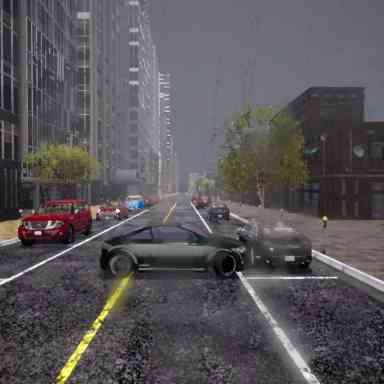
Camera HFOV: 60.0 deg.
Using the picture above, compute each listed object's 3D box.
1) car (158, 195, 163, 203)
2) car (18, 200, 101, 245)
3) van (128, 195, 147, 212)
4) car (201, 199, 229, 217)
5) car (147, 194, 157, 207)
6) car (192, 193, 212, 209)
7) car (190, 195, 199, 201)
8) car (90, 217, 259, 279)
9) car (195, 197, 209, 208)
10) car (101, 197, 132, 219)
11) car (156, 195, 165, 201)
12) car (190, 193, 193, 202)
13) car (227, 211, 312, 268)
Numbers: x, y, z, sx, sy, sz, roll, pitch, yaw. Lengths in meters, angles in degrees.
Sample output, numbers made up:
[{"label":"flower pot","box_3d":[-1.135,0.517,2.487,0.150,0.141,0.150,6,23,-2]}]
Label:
[{"label":"car","box_3d":[-7.350,1.522,66.227,1.887,1.381,4.507,-1,0,-1]},{"label":"car","box_3d":[-6.174,1.310,15.700,2.192,1.841,5.009,-1,0,-1]},{"label":"van","box_3d":[-6.651,1.329,38.562,1.690,1.788,3.998,-1,0,-1]},{"label":"car","box_3d":[2.041,1.543,26.964,2.008,1.369,4.403,-1,0,-1]},{"label":"car","box_3d":[-6.932,1.299,49.628,2.192,1.841,5.009,-1,0,-1]},{"label":"car","box_3d":[1.586,1.301,44.298,2.192,1.841,5.009,-1,0,-1]},{"label":"car","box_3d":[0.607,1.538,83.027,1.947,1.339,4.313,-1,0,-1]},{"label":"car","box_3d":[-0.457,1.556,9.504,4.181,1.385,1.994,0,0,-1]},{"label":"car","box_3d":[1.445,1.509,50.000,1.752,1.417,4.829,-1,0,-1]},{"label":"car","box_3d":[-6.362,1.432,26.768,1.967,1.590,4.097,-1,0,-1]},{"label":"car","box_3d":[-7.767,1.497,82.656,1.752,1.417,4.829,-1,0,-1]},{"label":"car","box_3d":[0.884,1.291,71.962,2.192,1.841,5.009,-1,0,-1]},{"label":"car","box_3d":[2.561,1.548,11.105,2.008,1.369,4.403,-1,0,-1]}]
